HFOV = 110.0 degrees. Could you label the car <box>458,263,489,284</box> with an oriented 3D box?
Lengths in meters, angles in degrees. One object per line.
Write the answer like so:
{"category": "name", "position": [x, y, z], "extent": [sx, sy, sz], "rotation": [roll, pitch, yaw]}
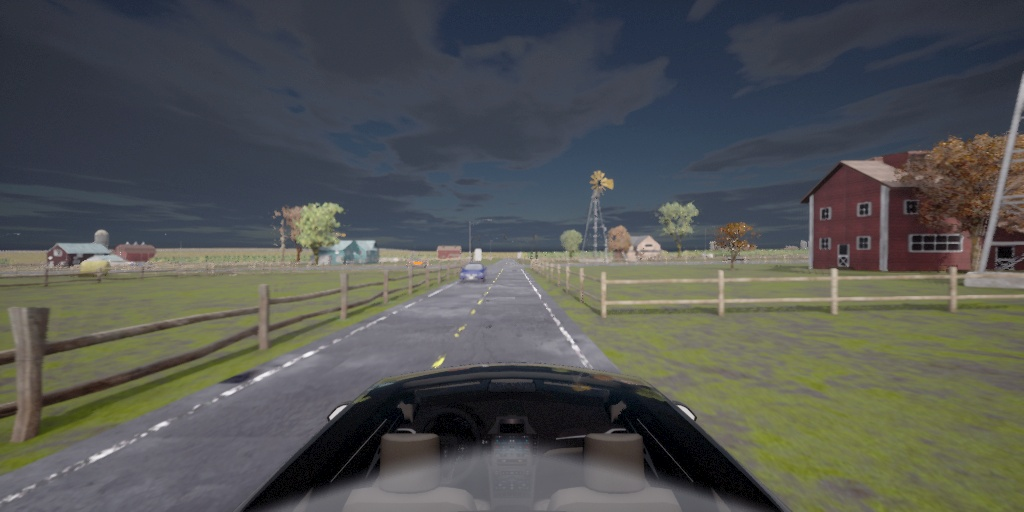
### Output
{"category": "car", "position": [-2.846, 1.266, 27.344], "extent": [1.812, 1.442, 4.674], "rotation": [0, 0, 0]}
